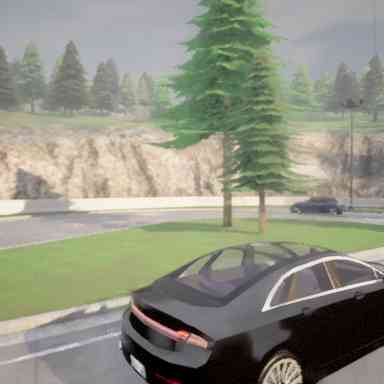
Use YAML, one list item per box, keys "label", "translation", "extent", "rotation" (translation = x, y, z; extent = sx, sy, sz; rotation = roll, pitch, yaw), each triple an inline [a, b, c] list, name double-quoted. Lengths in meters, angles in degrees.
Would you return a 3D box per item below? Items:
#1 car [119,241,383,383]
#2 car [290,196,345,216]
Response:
- label: "car"
  translation: [1.453, 1.465, 4.646]
  extent: [4.902, 1.511, 2.128]
  rotation: [0, 1, -35]
- label: "car"
  translation: [11.165, 1.175, 29.828]
  extent: [4.553, 1.767, 2.097]
  rotation: [0, 1, 35]
